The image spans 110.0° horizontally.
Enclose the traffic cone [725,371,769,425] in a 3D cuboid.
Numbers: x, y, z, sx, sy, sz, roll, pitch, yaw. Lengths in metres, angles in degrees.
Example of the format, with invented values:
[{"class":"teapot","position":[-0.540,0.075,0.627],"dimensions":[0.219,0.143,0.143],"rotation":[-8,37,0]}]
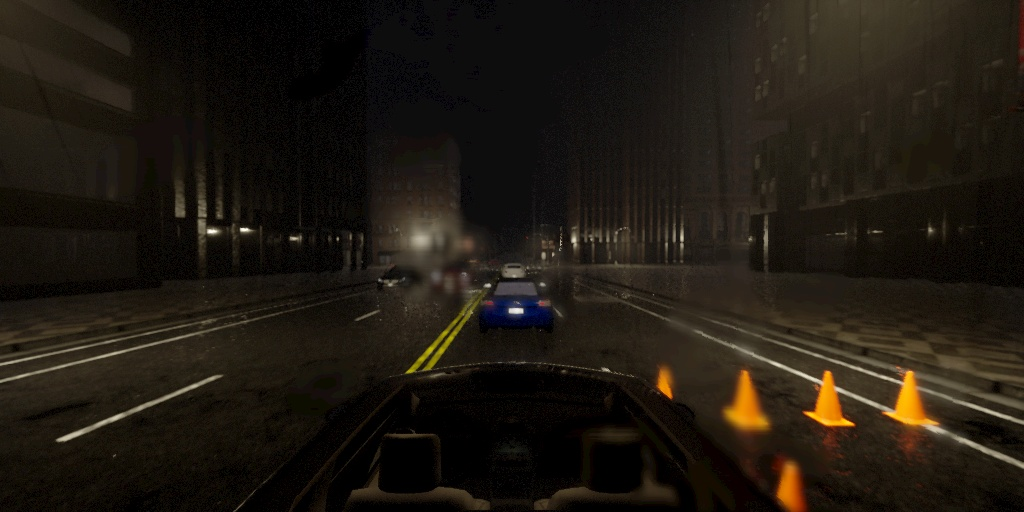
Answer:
[{"class":"traffic cone","position":[2.872,1.708,4.397],"dimensions":[0.340,0.580,0.340],"rotation":[0,0,0]}]

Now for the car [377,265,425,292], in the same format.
[{"class":"car","position":[-6.555,1.292,21.677],"dimensions":[1.812,1.442,4.674],"rotation":[0,0,0]}]

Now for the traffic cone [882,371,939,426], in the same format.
[{"class":"traffic cone","position":[4.872,1.710,4.392],"dimensions":[0.340,0.580,0.340],"rotation":[0,0,0]}]

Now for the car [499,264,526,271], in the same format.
[{"class":"car","position":[0.161,1.313,28.502],"dimensions":[1.812,1.442,4.674],"rotation":[0,0,0]}]

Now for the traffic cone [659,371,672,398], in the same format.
[{"class":"traffic cone","position":[1.872,1.707,4.399],"dimensions":[0.340,0.580,0.340],"rotation":[0,0,0]}]

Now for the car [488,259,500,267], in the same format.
[{"class":"car","position":[-3.109,1.176,63.475],"dimensions":[1.994,1.385,4.181],"rotation":[0,0,0]}]

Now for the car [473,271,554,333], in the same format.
[{"class":"car","position":[0.120,1.319,10.798],"dimensions":[1.994,1.385,4.181],"rotation":[0,0,0]}]

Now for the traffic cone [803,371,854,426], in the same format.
[{"class":"traffic cone","position":[3.872,1.709,4.395],"dimensions":[0.340,0.580,0.340],"rotation":[0,0,0]}]

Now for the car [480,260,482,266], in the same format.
[{"class":"car","position":[-6.359,1.081,63.482],"dimensions":[1.812,1.442,4.674],"rotation":[0,0,0]}]

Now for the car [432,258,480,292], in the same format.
[{"class":"car","position":[-3.306,1.120,21.306],"dimensions":[2.097,1.767,4.553],"rotation":[0,0,0]}]

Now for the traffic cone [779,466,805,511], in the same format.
[{"class":"traffic cone","position":[1.868,1.707,2.399],"dimensions":[0.340,0.580,0.340],"rotation":[0,0,0]}]
